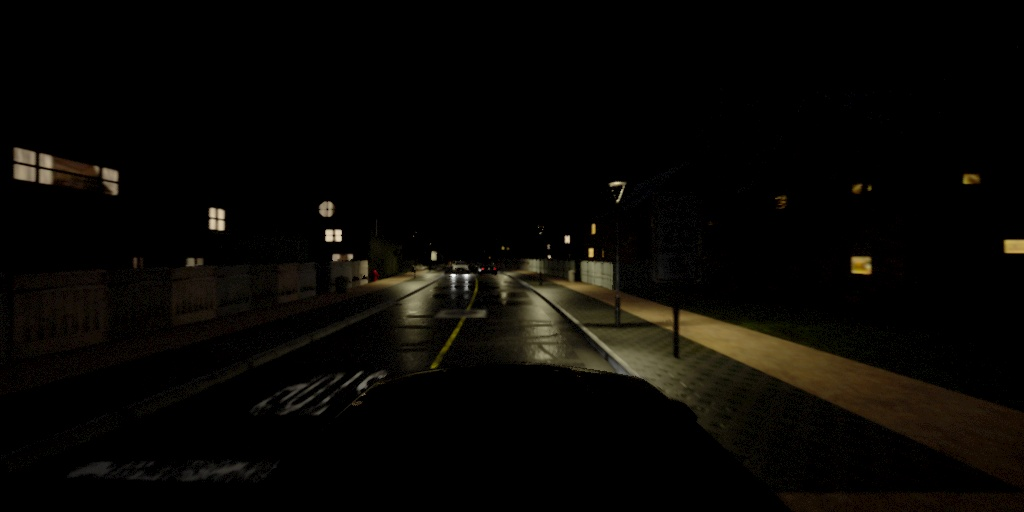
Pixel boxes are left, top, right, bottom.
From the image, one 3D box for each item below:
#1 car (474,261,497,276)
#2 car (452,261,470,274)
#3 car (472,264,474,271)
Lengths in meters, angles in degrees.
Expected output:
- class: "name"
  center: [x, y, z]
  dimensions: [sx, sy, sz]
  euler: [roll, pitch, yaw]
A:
- class: "car"
  center: [-2.682, 1.346, 38.554]
  dimensions: [2.033, 1.411, 5.357]
  euler: [0, 0, -9]
- class: "car"
  center: [-6.172, 1.357, 43.103]
  dimensions: [1.812, 1.442, 4.674]
  euler: [0, 0, -9]
- class: "car"
  center: [-4.426, 1.418, 48.963]
  dimensions: [2.033, 1.411, 5.357]
  euler: [0, 0, -11]
